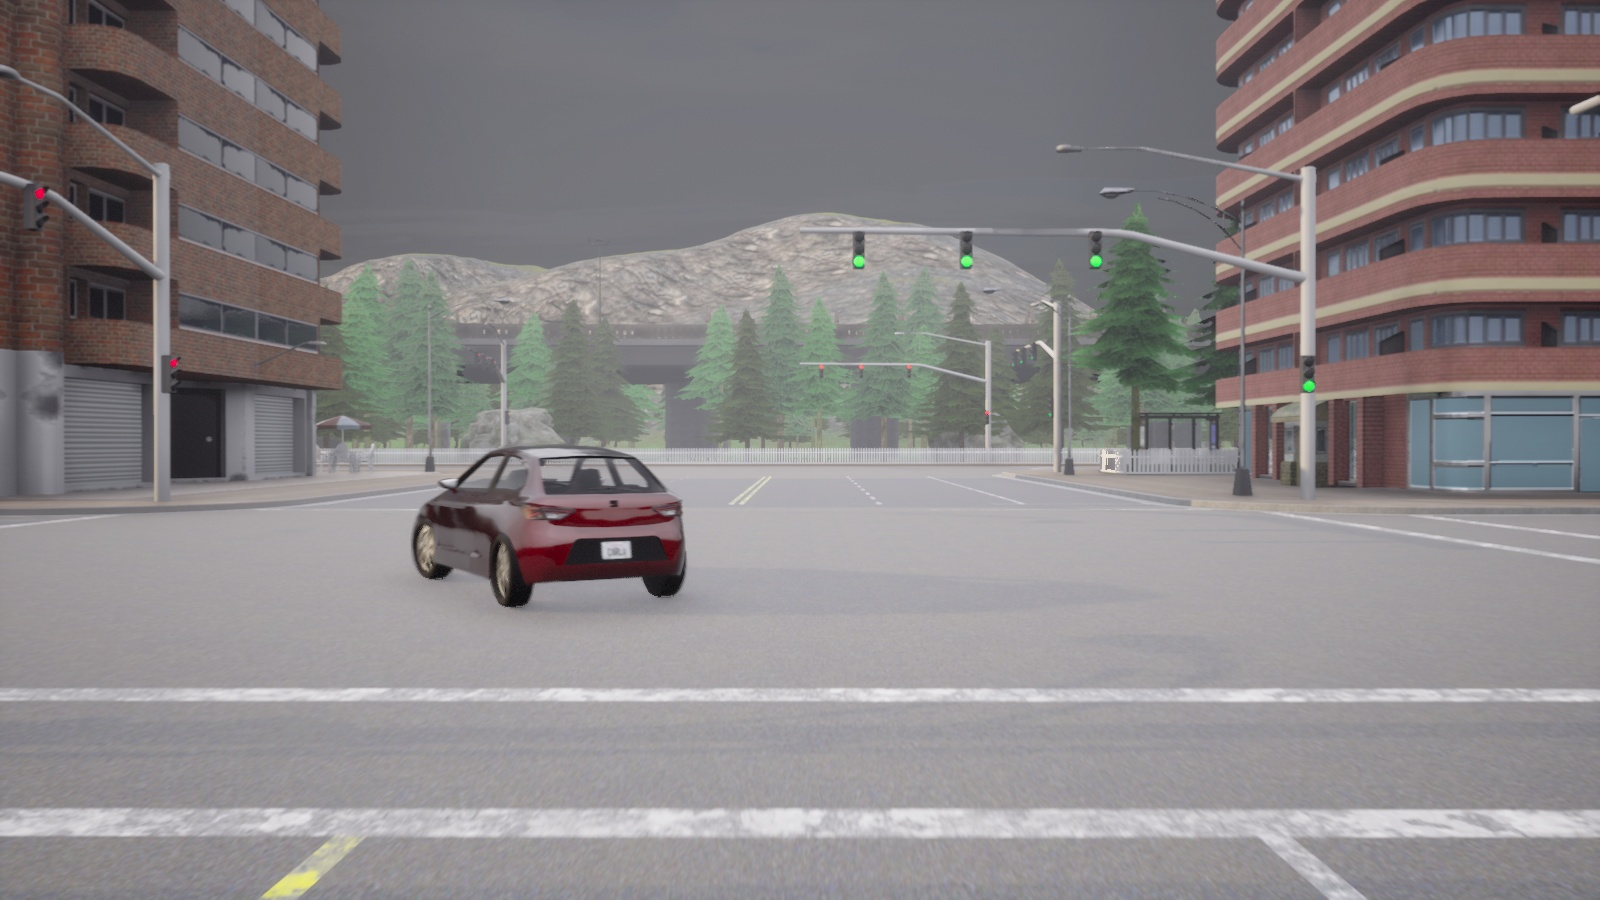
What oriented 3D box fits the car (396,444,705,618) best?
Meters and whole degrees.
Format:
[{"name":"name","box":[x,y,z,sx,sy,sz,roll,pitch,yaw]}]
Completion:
[{"name":"car","box":[-2.740,0.684,12.970,1.816,1.474,4.193,0,0,-31]}]
